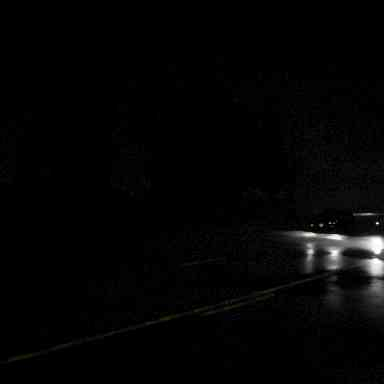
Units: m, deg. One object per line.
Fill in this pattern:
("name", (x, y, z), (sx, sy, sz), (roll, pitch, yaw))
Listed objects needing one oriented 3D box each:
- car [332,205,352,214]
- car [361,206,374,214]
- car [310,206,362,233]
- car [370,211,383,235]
("car", (26.728, 3.135, 59.402), (1.994, 1.385, 4.181), (0, -2, 3))
("car", (30.230, 3.104, 58.551), (1.994, 1.385, 4.181), (0, -1, 3))
("car", (9.603, 1.873, 22.429), (1.837, 1.490, 4.892), (0, -1, 41))
("car", (13.008, 2.001, 20.969), (1.895, 1.301, 4.718), (0, -2, 41))
